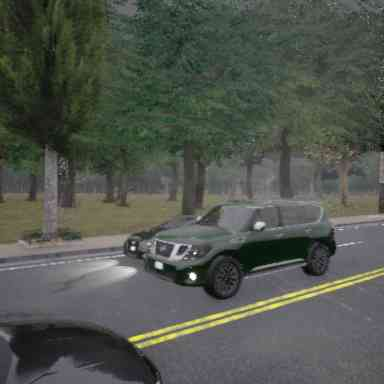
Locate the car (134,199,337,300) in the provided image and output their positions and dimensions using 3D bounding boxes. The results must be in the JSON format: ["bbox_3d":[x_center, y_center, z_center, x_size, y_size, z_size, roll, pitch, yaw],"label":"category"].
[{"bbox_3d":[1.537,1.227,8.778,5.566,2.045,2.150,0,0,-36],"label":"car"}]

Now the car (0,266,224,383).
[{"bbox_3d":[-2.415,1.490,1.717,4.902,1.511,2.128,0,0,-36],"label":"car"}]

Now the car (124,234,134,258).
[{"bbox_3d":[-0.211,1.569,11.524,4.181,1.385,1.994,0,0,-36],"label":"car"}]
